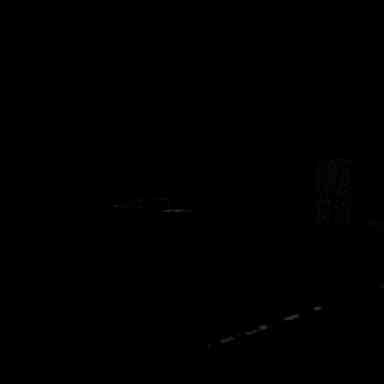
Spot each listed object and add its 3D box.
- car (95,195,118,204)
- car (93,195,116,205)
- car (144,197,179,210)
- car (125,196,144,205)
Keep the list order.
[{"bbox_3d":[-15.141,1.342,58.730,2.128,1.511,4.902,1,-1,-41],"label":"car"},{"bbox_3d":[-13.962,1.331,53.119,1.895,1.301,4.718,1,-1,-40],"label":"car"},{"bbox_3d":[-3.448,1.361,40.098,1.812,1.442,4.674,1,0,-38],"label":"car"},{"bbox_3d":[-8.480,1.381,50.902,1.812,1.442,4.674,1,-1,-39],"label":"car"}]
